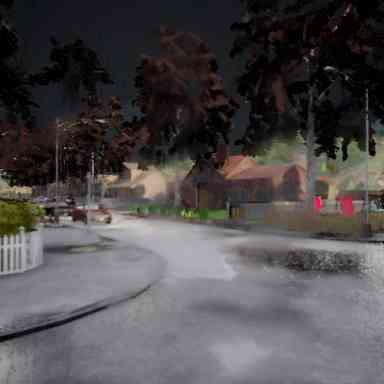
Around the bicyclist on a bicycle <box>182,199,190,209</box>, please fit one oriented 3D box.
[{"bbox_3d":[-0.599,1.469,29.456,1.656,1.620,0.582,0,0,-35],"label":"bicyclist on a bicycle"}]

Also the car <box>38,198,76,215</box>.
[{"bbox_3d":[-13.114,1.625,32.555,2.033,1.411,5.357,0,0,-36],"label":"car"}]

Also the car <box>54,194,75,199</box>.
[{"bbox_3d":[-17.812,1.336,46.299,2.150,2.045,5.566,0,0,-35],"label":"car"}]

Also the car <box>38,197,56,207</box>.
[{"bbox_3d":[-23.933,1.649,54.827,1.812,1.442,4.674,0,0,-35],"label":"car"}]

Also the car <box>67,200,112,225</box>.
[{"bbox_3d":[-7.508,1.596,24.676,1.812,1.442,4.674,0,0,-35],"label":"car"}]

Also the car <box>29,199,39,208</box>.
[{"bbox_3d":[-19.001,1.578,40.871,2.128,1.511,4.902,0,0,-35],"label":"car"}]
